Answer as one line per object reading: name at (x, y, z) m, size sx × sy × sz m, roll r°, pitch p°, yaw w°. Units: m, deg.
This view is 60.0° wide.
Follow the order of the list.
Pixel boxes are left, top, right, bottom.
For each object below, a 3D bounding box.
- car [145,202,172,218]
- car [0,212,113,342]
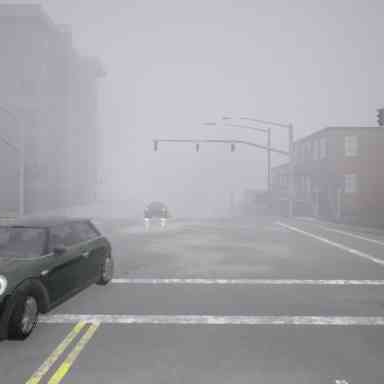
car at (-3.587, 1.838, 34.348) m, size 2.097 × 1.767 × 4.553 m, roll 0°, pitch -4°, yaw 0°
car at (-3.298, 1.355, 6.619) m, size 2.097 × 1.767 × 4.553 m, roll 0°, pitch 0°, yaw 9°
